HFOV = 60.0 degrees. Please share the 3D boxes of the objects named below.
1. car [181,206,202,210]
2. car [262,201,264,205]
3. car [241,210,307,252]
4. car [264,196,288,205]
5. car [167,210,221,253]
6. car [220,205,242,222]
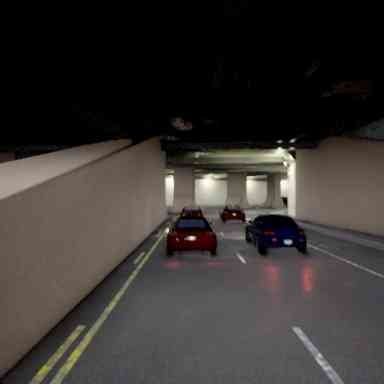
[{"bbox_3d":[-0.008,1.870,29.097,1.895,1.301,4.718,0,0,0],"label":"car"},{"bbox_3d":[17.287,2.220,72.734,4.181,1.385,1.994,0,-1,-28],"label":"car"},{"bbox_3d":[3.495,1.659,14.365,1.812,1.442,4.674,0,0,0],"label":"car"},{"bbox_3d":[18.485,1.861,69.419,5.566,2.045,2.150,0,-1,-28],"label":"car"},{"bbox_3d":[-0.006,1.697,14.300,1.994,1.385,4.181,0,0,0],"label":"car"},{"bbox_3d":[3.509,1.835,29.311,1.994,1.385,4.181,0,0,1],"label":"car"}]
